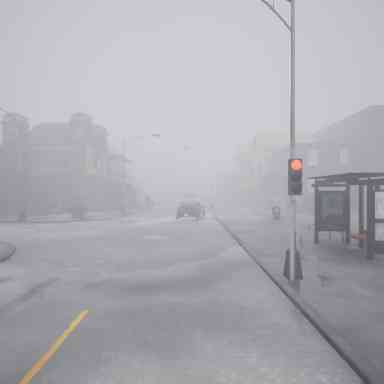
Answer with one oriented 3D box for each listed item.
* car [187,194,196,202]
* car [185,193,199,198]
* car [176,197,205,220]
[{"bbox_3d":[-0.100,1.355,77.131,2.097,1.767,4.553,0,0,0],"label":"car"},{"bbox_3d":[0.029,1.221,55.084,2.150,2.045,5.566,0,0,0],"label":"car"},{"bbox_3d":[-0.091,1.505,28.094,1.837,1.490,4.892,2,0,9],"label":"car"}]
